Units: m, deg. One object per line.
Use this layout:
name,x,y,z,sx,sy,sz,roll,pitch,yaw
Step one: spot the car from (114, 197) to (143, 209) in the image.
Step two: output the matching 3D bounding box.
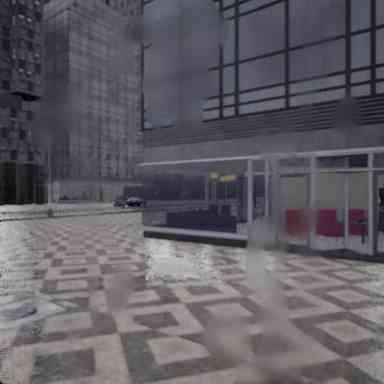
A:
car,-8.407,1.428,45.412,1.882,1.535,5.008,0,0,36
